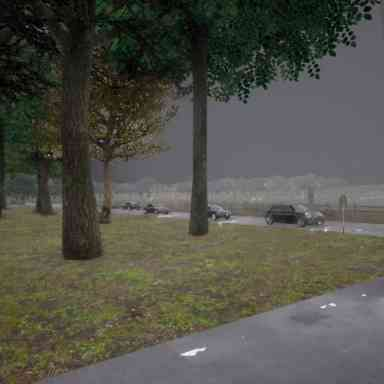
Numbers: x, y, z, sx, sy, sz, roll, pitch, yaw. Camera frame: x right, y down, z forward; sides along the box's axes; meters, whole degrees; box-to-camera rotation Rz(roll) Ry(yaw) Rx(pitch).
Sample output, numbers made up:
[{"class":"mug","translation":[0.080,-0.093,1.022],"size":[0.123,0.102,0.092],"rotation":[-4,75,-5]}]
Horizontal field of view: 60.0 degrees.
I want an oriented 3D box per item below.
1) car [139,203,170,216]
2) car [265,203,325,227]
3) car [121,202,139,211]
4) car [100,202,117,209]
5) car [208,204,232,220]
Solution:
[{"class":"car","translation":[-4.703,2.235,43.672],"size":[1.837,1.490,4.892],"rotation":[-1,0,-35]},{"class":"car","translation":[7.864,1.687,25.727],"size":[2.097,1.767,4.553],"rotation":[-1,0,-35]},{"class":"car","translation":[-10.594,2.433,57.178],"size":[1.837,1.490,4.892],"rotation":[-1,-1,-35]},{"class":"car","translation":[-16.540,2.653,65.651],"size":[2.033,1.411,5.357],"rotation":[-1,0,-35]},{"class":"car","translation":[1.997,2.028,34.098],"size":[1.837,1.490,4.892],"rotation":[-1,0,-35]}]
